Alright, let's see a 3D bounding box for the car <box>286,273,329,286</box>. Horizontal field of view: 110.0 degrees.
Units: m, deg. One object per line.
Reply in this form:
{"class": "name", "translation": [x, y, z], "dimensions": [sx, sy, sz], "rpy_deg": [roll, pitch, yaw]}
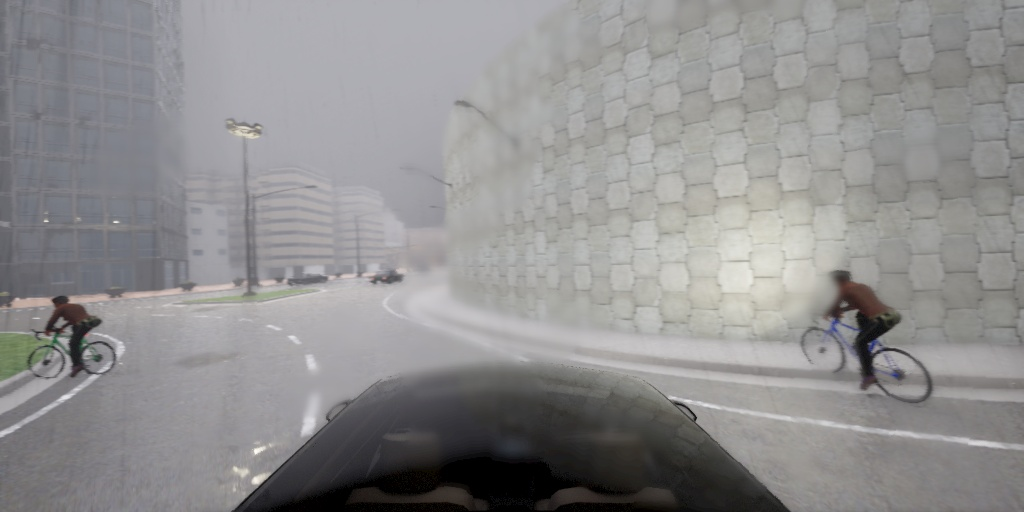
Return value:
{"class": "car", "translation": [-23.143, 2.664, 40.702], "dimensions": [1.895, 1.301, 4.718], "rpy_deg": [-2, -1, 9]}

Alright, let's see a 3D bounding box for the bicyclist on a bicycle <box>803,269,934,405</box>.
{"class": "bicyclist on a bicycle", "translation": [4.712, 1.012, 4.915], "dimensions": [0.582, 1.620, 1.656], "rpy_deg": [-7, 4, -6]}

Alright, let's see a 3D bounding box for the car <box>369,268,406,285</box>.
{"class": "car", "translation": [-12.704, 2.218, 36.969], "dimensions": [1.895, 1.301, 4.718], "rpy_deg": [-2, -1, 6]}

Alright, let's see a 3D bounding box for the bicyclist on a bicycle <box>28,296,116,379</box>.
{"class": "bicyclist on a bicycle", "translation": [-8.717, 1.601, 7.087], "dimensions": [1.656, 1.620, 0.582], "rpy_deg": [-4, -1, -2]}
